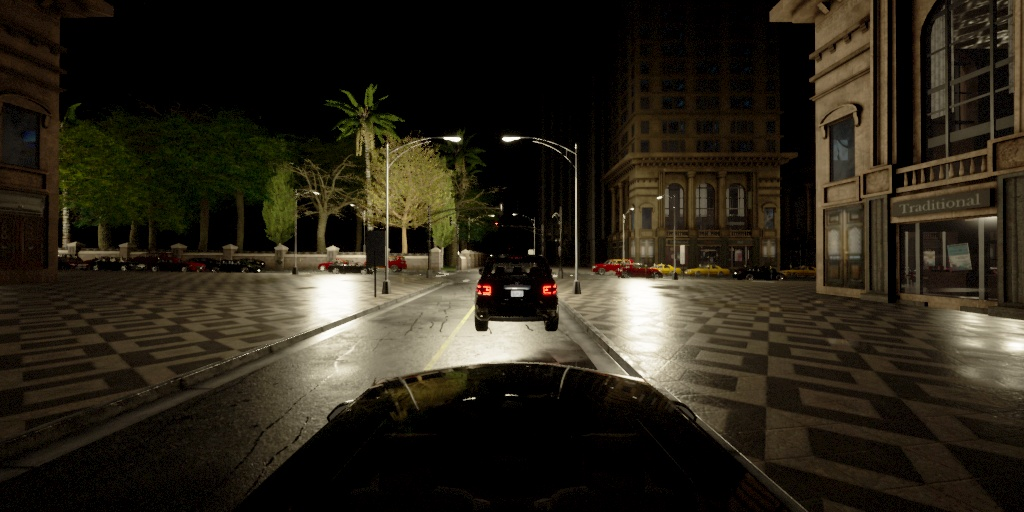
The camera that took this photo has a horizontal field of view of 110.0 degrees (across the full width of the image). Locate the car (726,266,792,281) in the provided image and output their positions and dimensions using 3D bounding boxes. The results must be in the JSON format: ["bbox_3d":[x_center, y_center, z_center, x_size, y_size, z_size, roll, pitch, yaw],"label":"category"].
[{"bbox_3d":[22.976,1.659,33.505,4.313,1.339,1.948,0,0,0],"label":"car"}]

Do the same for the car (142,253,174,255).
[{"bbox_3d":[-42.535,0.507,42.313,5.009,1.841,2.192,0,0,0],"label":"car"}]

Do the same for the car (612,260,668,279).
[{"bbox_3d":[11.896,1.385,33.553,4.097,1.591,1.967,0,0,0],"label":"car"}]

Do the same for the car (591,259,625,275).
[{"bbox_3d":[11.922,1.310,42.078,5.009,1.841,2.192,0,0,0],"label":"car"}]

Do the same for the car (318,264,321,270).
[{"bbox_3d":[-20.440,1.076,42.218,4.507,1.381,1.888,0,0,0],"label":"car"}]

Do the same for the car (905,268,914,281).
[{"bbox_3d":[34.055,1.802,33.457,4.313,1.339,1.948,0,0,0],"label":"car"}]

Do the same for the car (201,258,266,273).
[{"bbox_3d":[-25.989,0.964,33.716,4.313,1.339,1.948,0,0,0],"label":"car"}]

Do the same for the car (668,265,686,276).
[{"bbox_3d":[17.293,1.595,42.055,4.829,1.417,1.751,0,0,0],"label":"car"}]

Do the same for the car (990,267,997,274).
[{"bbox_3d":[45.137,1.813,33.409,4.097,1.591,1.967,0,0,0],"label":"car"}]

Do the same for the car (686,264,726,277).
[{"bbox_3d":[22.833,1.669,42.031,4.829,1.417,1.751,0,0,0],"label":"car"}]

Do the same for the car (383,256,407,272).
[{"bbox_3d":[-14.916,0.927,42.194,5.009,1.841,2.192,0,0,0],"label":"car"}]

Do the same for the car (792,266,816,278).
[{"bbox_3d":[33.914,1.811,41.983,4.829,1.417,1.751,0,0,0],"label":"car"}]

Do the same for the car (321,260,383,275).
[{"bbox_3d":[-14.941,1.113,33.669,4.403,1.370,2.007,0,0,0],"label":"car"}]

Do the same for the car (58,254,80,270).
[{"bbox_3d":[-42.561,0.725,33.788,4.207,1.307,1.802,0,0,0],"label":"car"}]

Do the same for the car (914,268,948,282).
[{"bbox_3d":[39.596,1.888,33.433,4.207,1.307,1.802,0,0,0],"label":"car"}]

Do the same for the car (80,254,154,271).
[{"bbox_3d":[-37.037,0.780,33.764,4.403,1.370,2.007,0,0,0],"label":"car"}]

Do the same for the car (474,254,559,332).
[{"bbox_3d":[0.115,0.973,11.061,2.150,2.045,5.566,0,0,0],"label":"car"}]

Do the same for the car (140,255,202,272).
[{"bbox_3d":[-31.514,0.859,33.740,4.507,1.381,1.888,0,0,0],"label":"car"}]
